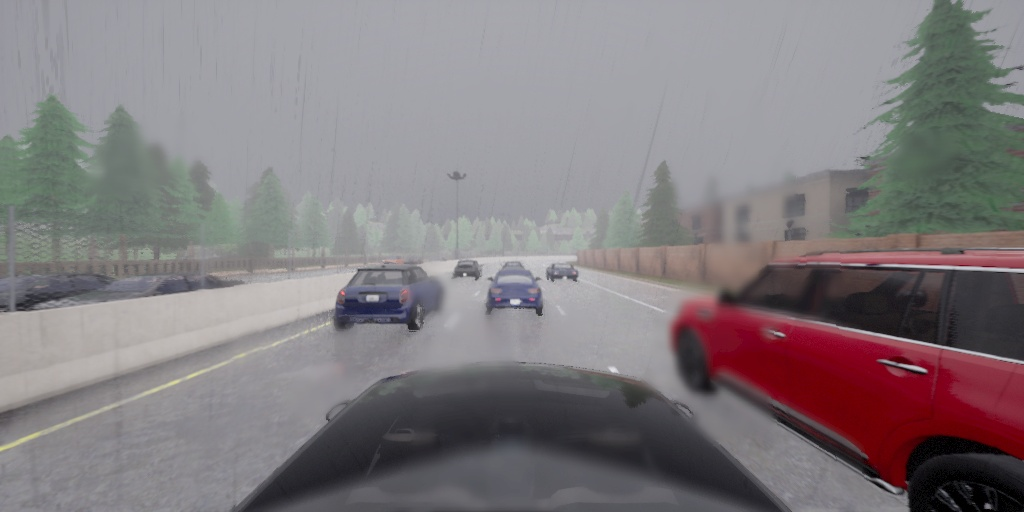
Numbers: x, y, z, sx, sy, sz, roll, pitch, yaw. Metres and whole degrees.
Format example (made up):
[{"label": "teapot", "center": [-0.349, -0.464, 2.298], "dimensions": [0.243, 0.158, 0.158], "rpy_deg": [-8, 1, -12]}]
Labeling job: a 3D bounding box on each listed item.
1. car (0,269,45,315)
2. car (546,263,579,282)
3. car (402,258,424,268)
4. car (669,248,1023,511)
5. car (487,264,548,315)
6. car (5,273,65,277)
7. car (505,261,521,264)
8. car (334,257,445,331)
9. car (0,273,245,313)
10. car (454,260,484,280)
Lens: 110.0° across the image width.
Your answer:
[{"label": "car", "center": [-17.599, 1.211, 10.480], "dimensions": [1.812, 1.442, 4.674], "rpy_deg": [0, 0, 0]}, {"label": "car", "center": [3.602, 1.169, 26.609], "dimensions": [1.895, 1.301, 4.718], "rpy_deg": [0, 0, 0]}, {"label": "car", "center": [-14.079, 0.989, 51.164], "dimensions": [1.895, 1.301, 4.718], "rpy_deg": [0, 0, 0]}, {"label": "car", "center": [3.599, 0.959, 3.401], "dimensions": [2.150, 2.045, 5.566], "rpy_deg": [0, 0, 0]}, {"label": "car", "center": [0.086, 1.193, 13.066], "dimensions": [1.812, 1.442, 4.674], "rpy_deg": [0, 0, 0]}, {"label": "car", "center": [-14.100, 1.231, 10.787], "dimensions": [2.033, 1.411, 5.357], "rpy_deg": [0, 0, 0]}, {"label": "car", "center": [0.102, 1.116, 28.804], "dimensions": [1.994, 1.385, 4.181], "rpy_deg": [0, 0, 0]}, {"label": "car", "center": [-3.401, 1.035, 10.880], "dimensions": [2.097, 1.767, 4.553], "rpy_deg": [0, 0, 0]}, {"label": "car", "center": [-10.600, 1.231, 10.802], "dimensions": [2.033, 1.411, 5.357], "rpy_deg": [0, 0, 0]}, {"label": "car", "center": [-3.397, 1.061, 28.274], "dimensions": [1.837, 1.490, 4.892], "rpy_deg": [0, 0, 0]}]
